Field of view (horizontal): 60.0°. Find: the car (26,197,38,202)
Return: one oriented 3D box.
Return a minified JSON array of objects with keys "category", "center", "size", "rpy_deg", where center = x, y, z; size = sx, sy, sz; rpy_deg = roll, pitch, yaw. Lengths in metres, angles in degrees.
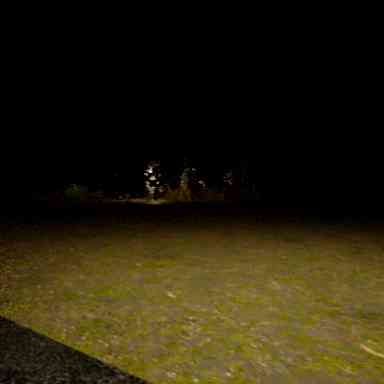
[{"category":"car","center":[-38.053,1.735,81.317],"size":[1.895,1.301,4.718],"rpy_deg":[0,0,34]}]
